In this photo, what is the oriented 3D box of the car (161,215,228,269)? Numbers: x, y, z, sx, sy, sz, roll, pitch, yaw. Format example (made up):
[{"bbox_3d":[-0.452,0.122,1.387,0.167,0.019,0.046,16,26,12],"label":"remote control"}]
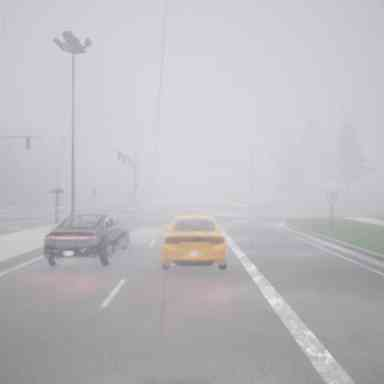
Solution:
[{"bbox_3d":[0.074,1.496,11.228,1.882,1.535,5.008,0,0,0],"label":"car"}]

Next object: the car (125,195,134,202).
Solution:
[{"bbox_3d":[-15.519,1.491,84.103,2.097,1.767,4.553,0,0,-1],"label":"car"}]

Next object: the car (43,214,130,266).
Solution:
[{"bbox_3d":[-3.418,1.508,11.613,2.128,1.511,4.902,0,0,0],"label":"car"}]
